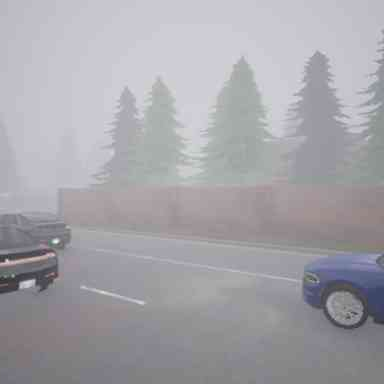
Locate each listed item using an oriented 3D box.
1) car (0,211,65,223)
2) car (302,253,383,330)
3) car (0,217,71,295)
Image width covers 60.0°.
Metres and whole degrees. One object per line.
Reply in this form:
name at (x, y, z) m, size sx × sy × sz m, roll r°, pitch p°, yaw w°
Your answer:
car at (-6.767, 1.504, 13.122) m, size 4.892 × 1.490 × 1.837 m, roll -1°, pitch 0°, yaw 36°
car at (4.320, 1.477, 5.209) m, size 5.008 × 1.535 × 1.882 m, roll 0°, pitch 0°, yaw 35°
car at (-5.026, 1.493, 7.581) m, size 4.902 × 1.511 × 2.128 m, roll 0°, pitch 0°, yaw 36°
